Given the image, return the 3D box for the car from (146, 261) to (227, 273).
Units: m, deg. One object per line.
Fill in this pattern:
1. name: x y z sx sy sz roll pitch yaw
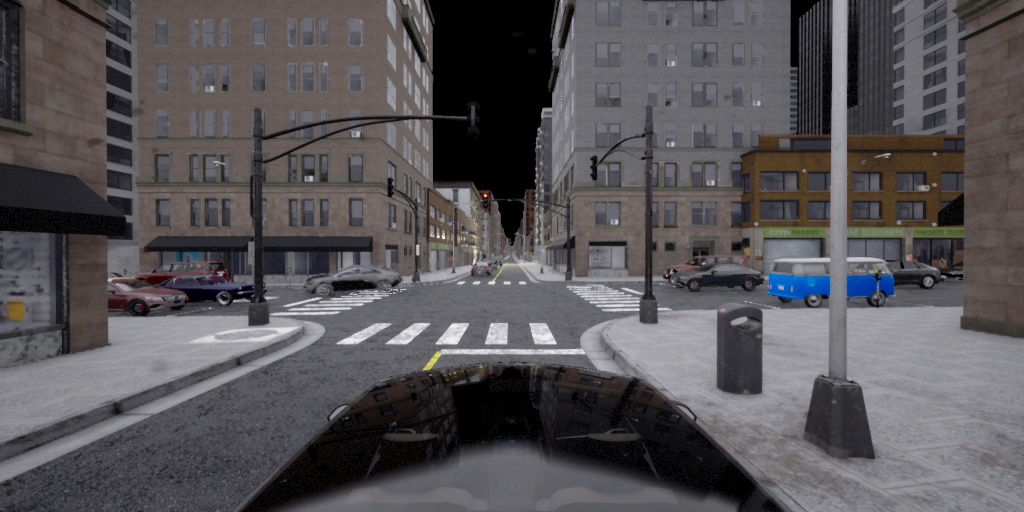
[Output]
1. car: -20.338 1.267 22.149 5.009 1.841 2.192 0 0 0

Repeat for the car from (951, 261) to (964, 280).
1. car: 28.930 0.913 22.255 4.313 1.339 1.948 0 0 0

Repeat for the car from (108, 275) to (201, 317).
1. car: -14.814 1.526 13.636 4.207 1.307 1.802 0 0 0

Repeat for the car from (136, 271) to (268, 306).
1. car: -13.949 1.515 16.300 4.718 1.301 1.895 -1 0 0

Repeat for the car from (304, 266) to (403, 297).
1. car: -8.566 1.309 19.669 4.902 1.511 2.128 -1 1 -23

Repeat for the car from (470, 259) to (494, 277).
1. car: -3.076 1.277 36.366 1.812 1.442 4.674 0 0 0

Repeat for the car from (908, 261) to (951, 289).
1. car: 20.293 0.977 19.570 4.892 1.490 1.837 -1 0 0

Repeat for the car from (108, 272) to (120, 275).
1. car: -26.012 1.548 22.137 4.829 1.417 1.751 0 0 0

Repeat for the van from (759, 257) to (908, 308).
1. van: 12.123 0.955 13.694 3.998 1.789 1.690 0 0 0

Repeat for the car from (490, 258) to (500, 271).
1. car: -3.076 1.329 50.243 1.994 1.385 4.181 0 0 0

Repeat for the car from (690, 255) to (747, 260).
1. car: 12.103 0.869 22.219 5.009 1.841 2.192 0 0 0

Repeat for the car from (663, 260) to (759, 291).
1. car: 11.108 1.111 19.567 4.674 1.442 1.812 -1 0 1
